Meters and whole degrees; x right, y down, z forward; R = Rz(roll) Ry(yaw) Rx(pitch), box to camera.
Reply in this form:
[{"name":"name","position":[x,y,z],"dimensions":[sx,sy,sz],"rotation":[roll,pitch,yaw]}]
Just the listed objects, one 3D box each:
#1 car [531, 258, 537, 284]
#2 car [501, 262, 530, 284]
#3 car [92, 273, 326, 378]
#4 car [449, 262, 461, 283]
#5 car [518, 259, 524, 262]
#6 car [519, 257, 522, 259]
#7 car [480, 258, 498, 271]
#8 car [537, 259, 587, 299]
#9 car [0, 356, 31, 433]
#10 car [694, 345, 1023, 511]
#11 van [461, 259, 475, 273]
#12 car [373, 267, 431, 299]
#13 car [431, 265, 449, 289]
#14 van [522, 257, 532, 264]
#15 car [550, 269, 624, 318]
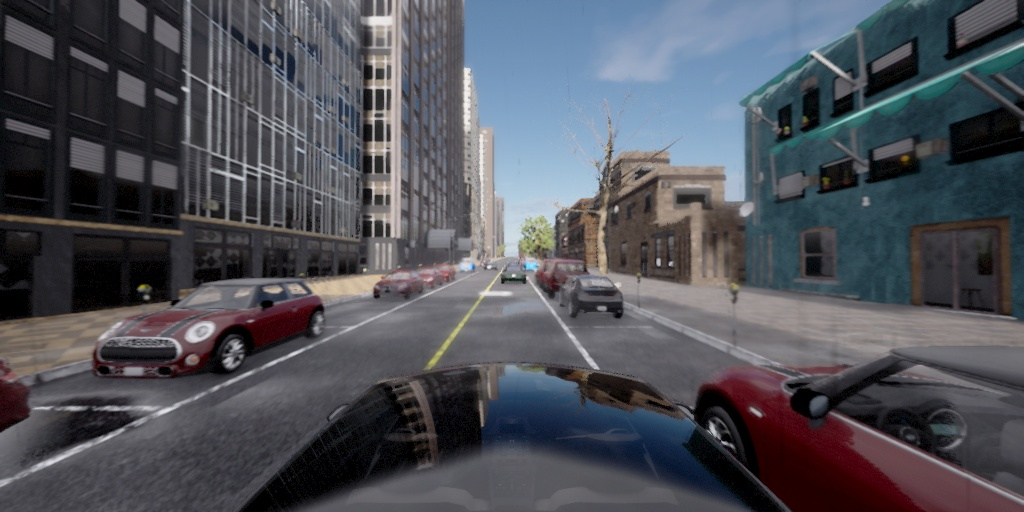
[{"name":"car","position":[2.695,1.138,24.020],"dimensions":[2.192,1.841,5.009],"rotation":[0,0,0]},{"name":"car","position":[0.114,1.400,28.368],"dimensions":[1.994,1.385,4.181],"rotation":[0,0,-1]},{"name":"car","position":[-5.688,1.212,7.379],"dimensions":[1.967,1.591,4.097],"rotation":[0,0,0]},{"name":"car","position":[-5.685,1.386,29.566],"dimensions":[1.888,1.381,4.507],"rotation":[0,0,0]},{"name":"car","position":[0.103,1.394,41.820],"dimensions":[1.812,1.442,4.674],"rotation":[0,0,0]},{"name":"car","position":[2.699,1.350,62.845],"dimensions":[1.967,1.591,4.097],"rotation":[0,0,0]},{"name":"car","position":[-3.066,1.382,51.340],"dimensions":[2.128,1.511,4.902],"rotation":[0,0,0]},{"name":"car","position":[2.694,1.121,18.471],"dimensions":[2.192,1.841,5.009],"rotation":[0,0,0]},{"name":"car","position":[-5.689,1.334,1.833],"dimensions":[1.802,1.307,4.207],"rotation":[0,0,0]},{"name":"car","position":[2.692,1.189,1.833],"dimensions":[1.967,1.591,4.097],"rotation":[0,0,0]},{"name":"van","position":[-5.683,1.221,46.207],"dimensions":[1.690,1.789,3.998],"rotation":[0,0,0]},{"name":"car","position":[-5.687,1.391,18.471],"dimensions":[1.802,1.307,4.207],"rotation":[0,0,0]},{"name":"car","position":[-5.686,1.408,24.020],"dimensions":[1.802,1.307,4.207],"rotation":[0,0,0]},{"name":"van","position":[2.698,1.230,51.753],"dimensions":[1.690,1.789,3.998],"rotation":[0,0,0]},{"name":"car","position":[2.694,1.339,12.925],"dimensions":[2.007,1.370,4.403],"rotation":[0,0,0]}]
